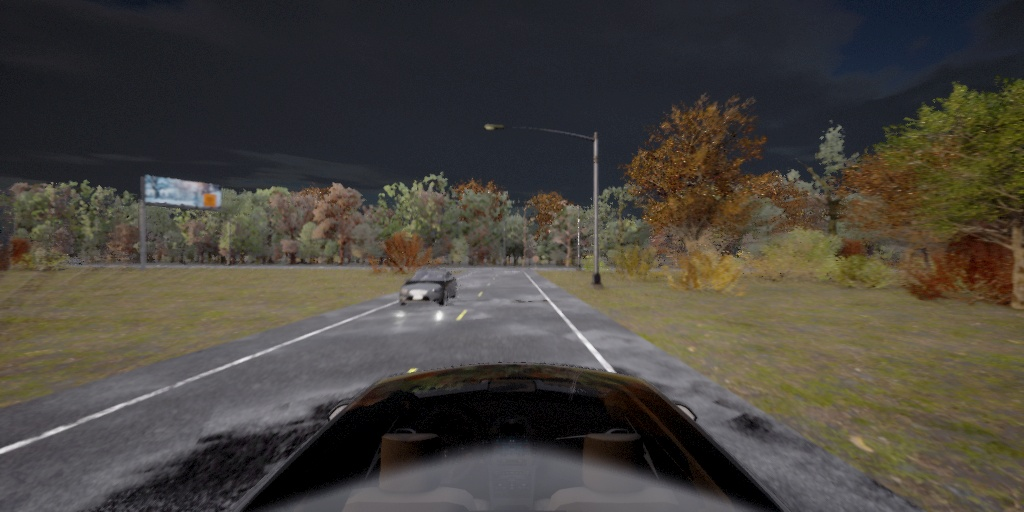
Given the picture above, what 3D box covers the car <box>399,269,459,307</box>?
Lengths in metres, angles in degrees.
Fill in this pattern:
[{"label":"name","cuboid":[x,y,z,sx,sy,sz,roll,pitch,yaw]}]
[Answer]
[{"label":"car","cuboid":[-3.597,1.331,16.181,2.128,1.511,4.902,0,0,0]}]
